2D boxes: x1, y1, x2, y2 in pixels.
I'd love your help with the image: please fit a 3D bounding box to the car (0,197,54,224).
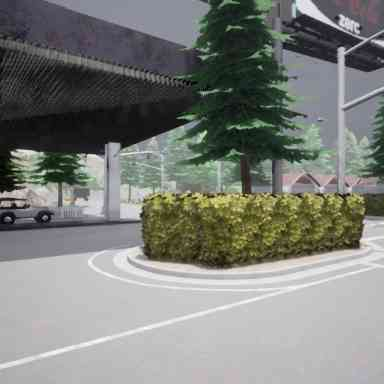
[{"bbox_3d":[-11.963,1.313,23.490,3.866,1.878,1.905,0,0,-36],"label":"car"}]
